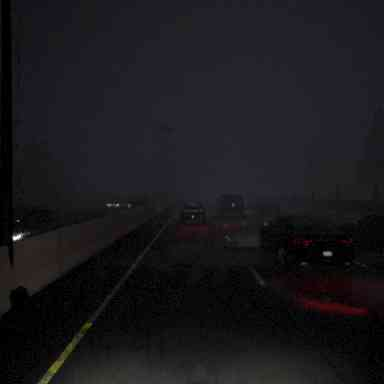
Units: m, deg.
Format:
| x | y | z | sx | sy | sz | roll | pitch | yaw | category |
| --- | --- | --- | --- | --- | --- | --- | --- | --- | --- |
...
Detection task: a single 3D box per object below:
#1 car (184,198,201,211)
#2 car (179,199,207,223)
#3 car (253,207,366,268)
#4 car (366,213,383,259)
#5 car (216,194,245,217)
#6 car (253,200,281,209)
| x | y | z | sx | sy | sz | roll | pitch | yaw | category |
| --- | --- | --- | --- | --- | --- | --- | --- | --- | --- |
| 0.045 | 1.549 | 42.622 | 2.033 | 1.411 | 5.357 | 0 | 0 | 0 | car |
| 0.068 | 1.490 | 25.100 | 2.128 | 1.511 | 4.902 | 0 | 0 | 0 | car |
| 3.582 | 1.477 | 11.259 | 1.882 | 1.535 | 5.008 | 0 | 0 | 0 | car |
| 7.082 | 1.476 | 11.893 | 1.882 | 1.535 | 5.008 | 0 | 0 | 0 | car |
| 3.560 | 1.221 | 31.329 | 2.150 | 2.045 | 5.566 | 0 | 0 | 0 | car |
| 7.059 | 1.476 | 31.763 | 1.882 | 1.535 | 5.008 | 0 | 0 | 0 | car |
